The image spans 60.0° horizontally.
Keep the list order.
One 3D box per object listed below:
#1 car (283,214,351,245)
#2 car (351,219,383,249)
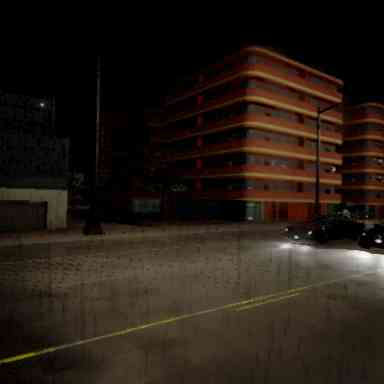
[{"bbox_3d":[7.257,1.910,17.780,5.357,1.411,2.033,2,-1,-36],"label":"car"},{"bbox_3d":[9.391,1.931,15.002,4.181,1.385,1.994,2,-1,-35],"label":"car"}]
